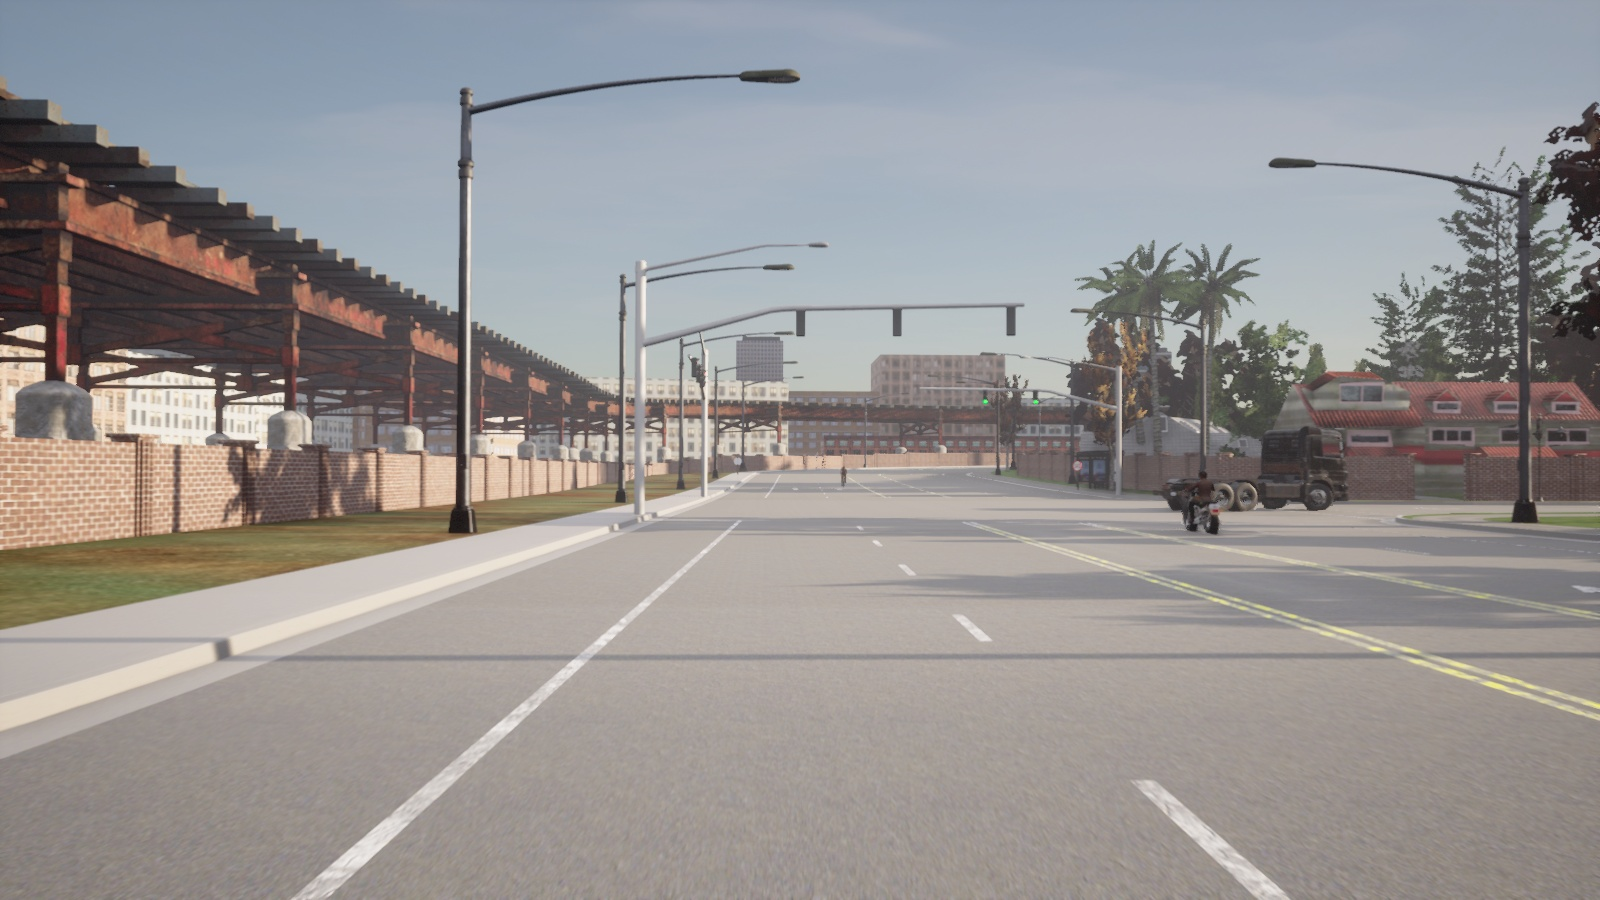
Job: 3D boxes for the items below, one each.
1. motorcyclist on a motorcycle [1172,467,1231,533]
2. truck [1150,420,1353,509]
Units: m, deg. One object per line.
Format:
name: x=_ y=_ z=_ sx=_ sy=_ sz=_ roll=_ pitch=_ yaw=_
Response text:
motorcyclist on a motorcycle: x=10.416 y=1.270 z=32.655 sx=0.766 sy=1.649 sz=2.350 roll=0 pitch=-1 yaw=0
truck: x=18.551 y=0.611 z=51.519 sx=7.936 sy=3.462 sz=2.891 roll=0 pitch=-1 yaw=-22
